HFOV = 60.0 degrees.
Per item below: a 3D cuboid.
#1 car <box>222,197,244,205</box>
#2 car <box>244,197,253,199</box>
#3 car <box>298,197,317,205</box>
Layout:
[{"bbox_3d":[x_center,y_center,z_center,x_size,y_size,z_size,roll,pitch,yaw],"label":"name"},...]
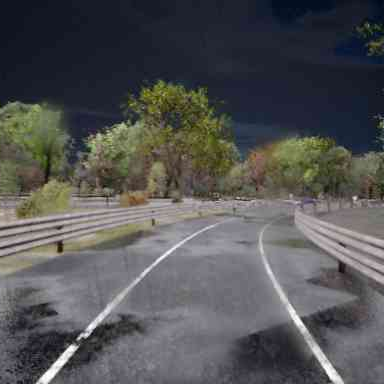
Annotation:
[{"bbox_3d":[7.863,1.859,70.211,5.008,1.535,1.882,2,0,-36],"label":"car"},{"bbox_3d":[13.631,2.052,78.835,4.902,1.511,2.128,2,0,-36],"label":"car"},{"bbox_3d":[27.861,2.182,80.654,5.566,2.045,2.150,2,0,-36],"label":"car"}]
